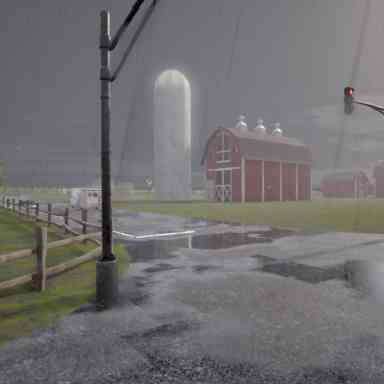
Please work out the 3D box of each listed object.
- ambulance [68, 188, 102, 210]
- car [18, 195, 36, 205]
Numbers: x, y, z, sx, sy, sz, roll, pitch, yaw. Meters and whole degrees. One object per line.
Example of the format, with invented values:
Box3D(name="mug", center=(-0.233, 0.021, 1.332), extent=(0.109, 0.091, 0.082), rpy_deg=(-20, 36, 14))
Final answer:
Box3D(name="ambulance", center=(-12.583, 0.780, 38.818), extent=(2.351, 2.431, 6.366), rpy_deg=(-1, 1, -36))
Box3D(name="car", center=(-24.683, 1.197, 49.697), extent=(1.837, 1.490, 4.892), rpy_deg=(-1, 1, -36))
